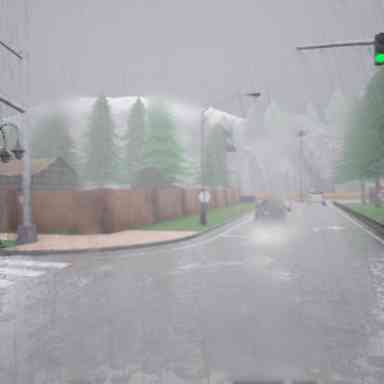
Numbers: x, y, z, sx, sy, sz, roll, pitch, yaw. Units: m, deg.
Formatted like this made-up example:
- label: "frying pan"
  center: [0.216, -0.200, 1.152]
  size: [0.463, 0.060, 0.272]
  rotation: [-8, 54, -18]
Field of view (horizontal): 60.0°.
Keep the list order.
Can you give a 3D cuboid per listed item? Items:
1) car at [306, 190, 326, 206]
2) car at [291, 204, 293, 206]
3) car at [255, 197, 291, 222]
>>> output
- label: "car"
  center: [16.414, 0.742, 43.973]
  size: [2.150, 2.045, 5.566]
  rotation: [-1, 0, 19]
- label: "car"
  center: [9.038, 1.213, 33.706]
  size: [1.812, 1.442, 4.674]
  rotation: [-1, 0, 19]
- label: "car"
  center: [5.772, 1.278, 24.147]
  size: [2.128, 1.511, 4.902]
  rotation: [-1, 0, 19]
